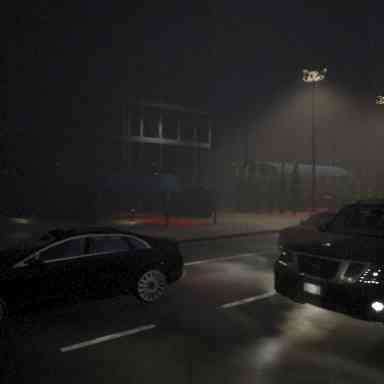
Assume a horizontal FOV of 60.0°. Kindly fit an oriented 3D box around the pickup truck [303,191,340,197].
[{"bbox_3d":[12.335,0.916,32.958,6.274,2.098,2.390,0,0,-5],"label":"pickup truck"}]

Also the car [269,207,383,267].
[{"bbox_3d":[5.185,1.424,11.945,5.008,1.535,1.882,0,0,-35],"label":"car"}]

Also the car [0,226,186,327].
[{"bbox_3d":[-2.455,1.481,6.627,4.902,1.511,2.128,0,0,-33],"label":"car"}]

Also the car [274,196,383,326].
[{"bbox_3d":[4.184,1.186,6.946,5.566,2.045,2.150,0,0,-35],"label":"car"}]
